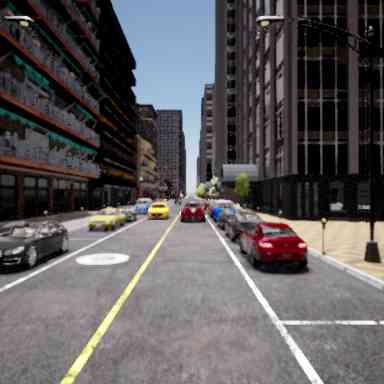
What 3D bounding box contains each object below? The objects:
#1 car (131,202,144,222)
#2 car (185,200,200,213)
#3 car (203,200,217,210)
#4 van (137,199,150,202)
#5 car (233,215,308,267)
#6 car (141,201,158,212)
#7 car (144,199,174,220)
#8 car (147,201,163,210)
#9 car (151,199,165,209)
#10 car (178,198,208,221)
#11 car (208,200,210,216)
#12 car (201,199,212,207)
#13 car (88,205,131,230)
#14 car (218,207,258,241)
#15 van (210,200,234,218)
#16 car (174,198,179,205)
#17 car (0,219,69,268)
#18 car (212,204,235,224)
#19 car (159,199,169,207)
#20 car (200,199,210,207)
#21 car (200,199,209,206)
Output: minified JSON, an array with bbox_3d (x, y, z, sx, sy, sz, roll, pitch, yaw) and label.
[{"bbox_3d":[-5.690,1.813,28.520,2.008,1.369,4.403,0,-1,0],"label":"car"},{"bbox_3d":[0.049,1.907,45.472,1.882,1.535,5.008,0,0,0],"label":"car"},{"bbox_3d":[2.690,2.030,51.176,1.887,1.381,4.507,0,-1,0],"label":"car"},{"bbox_3d":[-5.690,1.715,39.850,1.690,1.788,3.998,0,-1,0],"label":"van"},{"bbox_3d":[2.691,1.681,11.530,1.802,1.307,4.206,0,-1,0],"label":"car"},{"bbox_3d":[-5.690,1.953,45.342,1.752,1.417,4.829,0,-1,0],"label":"car"},{"bbox_3d":[-3.098,1.772,31.837,1.882,1.535,5.008,0,-1,0],"label":"car"},{"bbox_3d":[-5.690,2.051,51.175,1.947,1.339,4.313,0,-1,0],"label":"car"},{"bbox_3d":[-5.690,1.982,56.838,1.967,1.590,4.097,0,-1,0],"label":"car"},{"bbox_3d":[0.095,1.626,29.766,2.097,1.767,4.553,0,-1,0],"label":"car"},{"bbox_3d":[2.691,1.863,34.184,1.887,1.381,4.507,0,-1,0],"label":"car"},{"bbox_3d":[2.689,2.040,62.503,1.967,1.590,4.097,0,-1,0],"label":"car"},{"bbox_3d":[-5.689,1.730,22.686,1.752,1.417,4.829,0,-1,0],"label":"car"},{"bbox_3d":[2.691,1.702,17.194,2.008,1.369,4.403,0,-1,0],"label":"car"},{"bbox_3d":[2.691,1.603,28.522,1.690,1.788,3.998,0,-1,0],"label":"van"},{"bbox_3d":[-3.000,2.140,73.149,1.837,1.490,4.892,0,-1,0],"label":"car"},{"bbox_3d":[-5.689,1.649,11.531,2.008,1.369,4.403,0,-1,0],"label":"car"},{"bbox_3d":[2.691,1.757,22.856,2.008,1.369,4.403,0,-1,0],"label":"car"},{"bbox_3d":[-5.690,2.186,67.993,1.752,1.417,4.829,0,-1,0],"label":"car"},{"bbox_3d":[2.689,2.208,68.163,1.887,1.381,4.507,0,-1,0],"label":"car"},{"bbox_3d":[2.689,2.255,73.995,1.752,1.417,4.829,0,-1,0],"label":"car"}]
